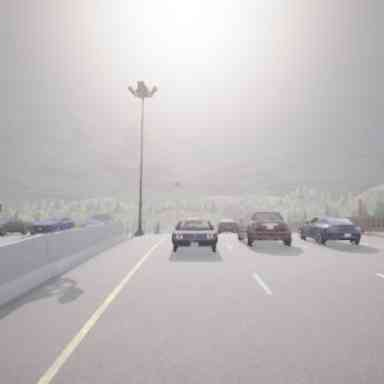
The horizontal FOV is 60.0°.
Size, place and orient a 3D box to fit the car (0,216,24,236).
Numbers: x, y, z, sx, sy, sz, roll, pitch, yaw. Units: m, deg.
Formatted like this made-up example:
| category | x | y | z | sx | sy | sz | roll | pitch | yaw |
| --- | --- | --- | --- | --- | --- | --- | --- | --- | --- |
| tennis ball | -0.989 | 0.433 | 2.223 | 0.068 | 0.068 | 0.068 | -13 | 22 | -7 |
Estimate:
| category | x | y | z | sx | sy | sz | roll | pitch | yaw |
| --- | --- | --- | --- | --- | --- | --- | --- | --- | --- |
| car | -13.984 | 2.525 | 24.890 | 2.033 | 1.411 | 5.357 | 0 | -5 | 0 |

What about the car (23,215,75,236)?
| category | x | y | z | sx | sy | sz | roll | pitch | yaw |
| --- | --- | --- | --- | --- | --- | --- | --- | --- | --- |
| car | -10.479 | 2.518 | 25.439 | 1.882 | 1.535 | 5.008 | 0 | -5 | 0 |

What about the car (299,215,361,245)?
| category | x | y | z | sx | sy | sz | roll | pitch | yaw |
| --- | --- | --- | --- | --- | --- | --- | --- | --- | --- |
| car | 7.115 | 1.952 | 17.505 | 1.812 | 1.442 | 4.674 | 0 | -3 | 0 |

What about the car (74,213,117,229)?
| category | x | y | z | sx | sy | sz | roll | pitch | yaw |
| --- | --- | --- | --- | --- | --- | --- | --- | --- | --- |
| car | -6.979 | 2.422 | 25.536 | 2.097 | 1.767 | 4.553 | 0 | -5 | 0 |

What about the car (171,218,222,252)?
| category | x | y | z | sx | sy | sz | roll | pitch | yaw |
| --- | --- | --- | --- | --- | --- | --- | --- | --- | --- |
| car | 0.112 | 1.900 | 15.268 | 1.895 | 1.301 | 4.718 | 0 | -3 | 0 |

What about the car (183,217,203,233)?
| category | x | y | z | sx | sy | sz | roll | pitch | yaw |
| --- | --- | --- | --- | --- | --- | --- | --- | --- | --- |
| car | 0.128 | 3.386 | 33.424 | 1.882 | 1.535 | 5.008 | 0 | -7 | 0 |

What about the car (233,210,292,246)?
| category | x | y | z | sx | sy | sz | roll | pitch | yaw |
| --- | --- | --- | --- | --- | --- | --- | --- | --- | --- |
| car | 3.615 | 1.774 | 17.465 | 2.097 | 1.767 | 4.553 | 0 | -4 | 0 |

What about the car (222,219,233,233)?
| category | x | y | z | sx | sy | sz | roll | pitch | yaw |
| --- | --- | --- | --- | --- | --- | --- | --- | --- | --- |
| car | 3.629 | 3.621 | 35.312 | 1.882 | 1.535 | 5.008 | 0 | -7 | 0 |
